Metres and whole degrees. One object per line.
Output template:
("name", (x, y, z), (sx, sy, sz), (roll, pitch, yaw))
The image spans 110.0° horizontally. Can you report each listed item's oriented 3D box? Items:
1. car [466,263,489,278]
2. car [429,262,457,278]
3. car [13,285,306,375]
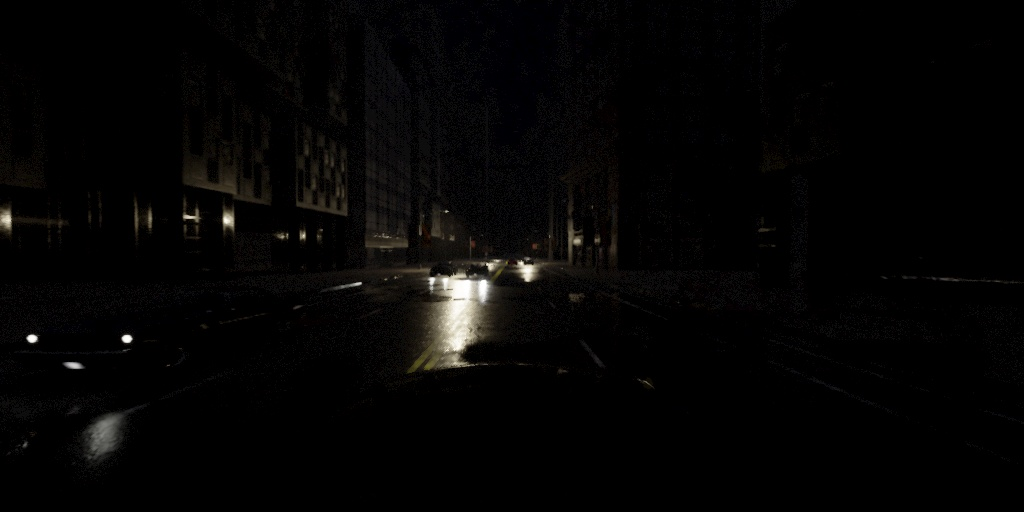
("car", (-3.216, 1.317, 33.833), (1.895, 1.301, 4.718), (0, 0, 0))
("car", (-6.460, 1.259, 34.418), (2.033, 1.411, 5.357), (0, 0, 0))
("car", (-6.585, 1.337, 7.595), (1.895, 1.301, 4.718), (0, 0, 0))
